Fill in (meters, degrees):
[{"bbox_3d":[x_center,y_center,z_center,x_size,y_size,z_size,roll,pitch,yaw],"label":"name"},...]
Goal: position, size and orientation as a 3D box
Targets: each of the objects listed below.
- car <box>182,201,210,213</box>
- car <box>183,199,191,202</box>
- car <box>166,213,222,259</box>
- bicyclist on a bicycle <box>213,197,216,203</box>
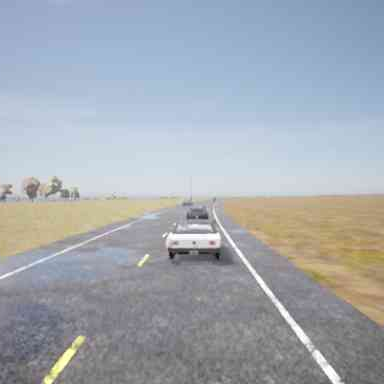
[{"bbox_3d":[0.503,1.769,28.416,2.128,1.511,4.902,0,0,2],"label":"car"},{"bbox_3d":[-0.871,2.175,66.564,2.033,1.411,5.357,0,0,5],"label":"car"},{"bbox_3d":[0.120,1.732,13.209,1.895,1.301,4.718,0,-1,1],"label":"car"},{"bbox_3d":[6.019,2.299,91.837,0.582,1.620,1.656,0,-1,6],"label":"bicyclist on a bicycle"}]
